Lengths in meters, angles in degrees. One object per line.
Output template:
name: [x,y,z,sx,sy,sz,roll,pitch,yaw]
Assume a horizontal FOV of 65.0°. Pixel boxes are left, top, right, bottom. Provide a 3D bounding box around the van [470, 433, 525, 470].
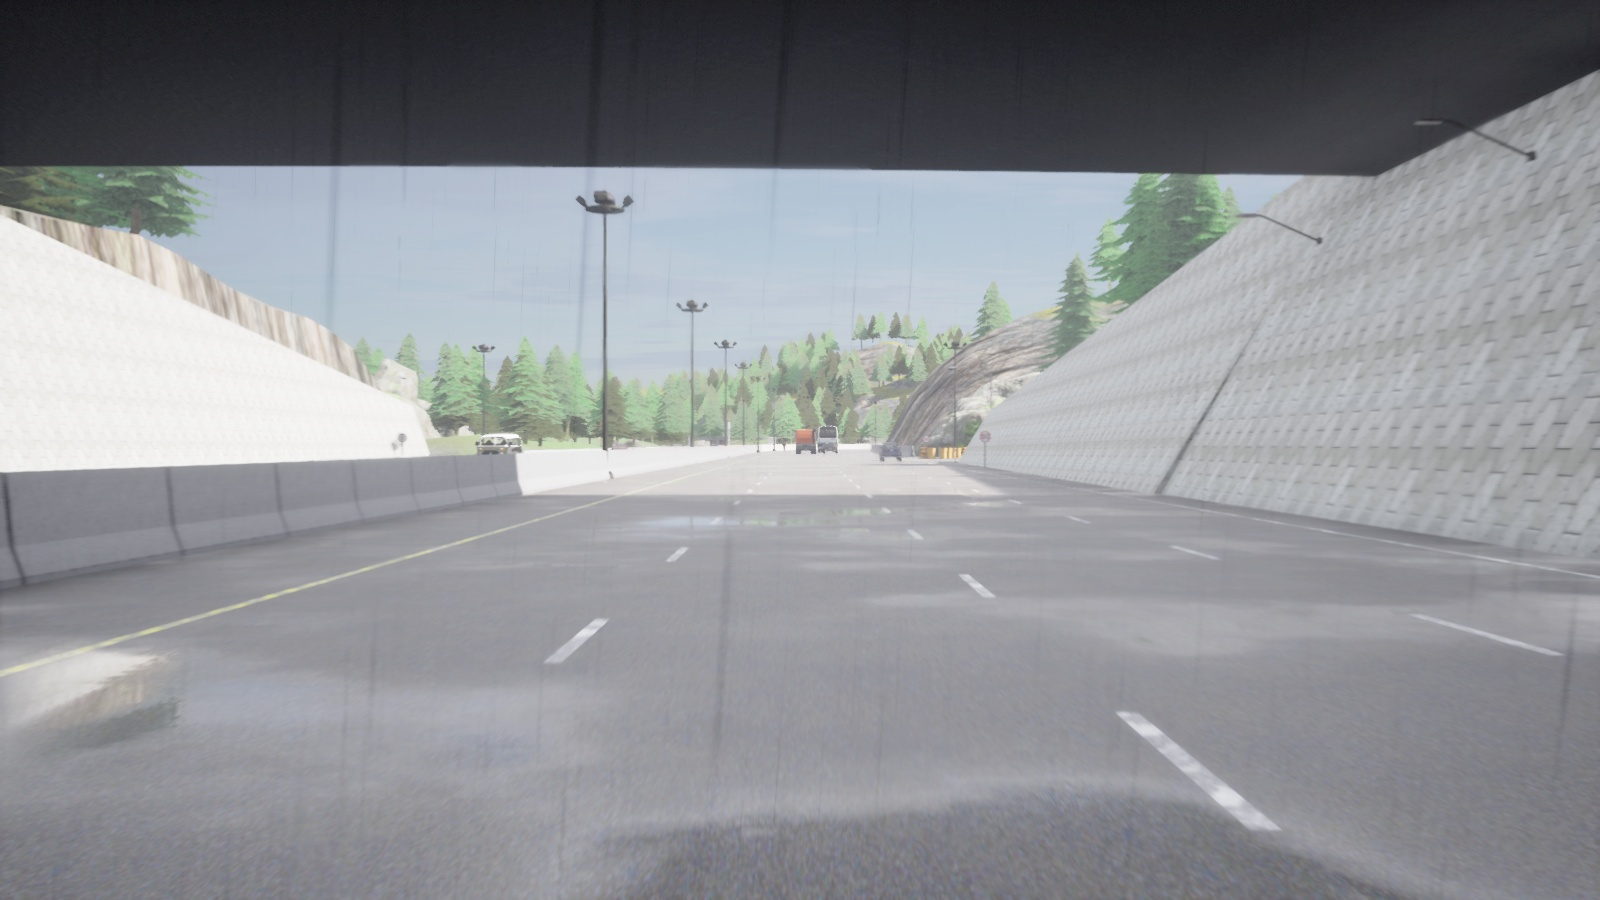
van: [-17.143,0.058,71.367,2.069,2.038,4.480,0,0,0]
